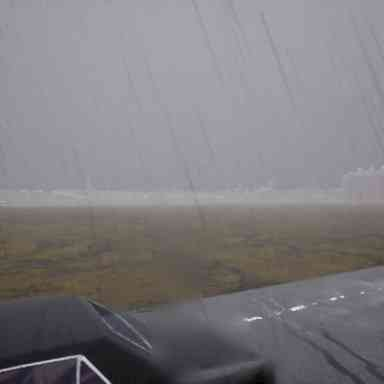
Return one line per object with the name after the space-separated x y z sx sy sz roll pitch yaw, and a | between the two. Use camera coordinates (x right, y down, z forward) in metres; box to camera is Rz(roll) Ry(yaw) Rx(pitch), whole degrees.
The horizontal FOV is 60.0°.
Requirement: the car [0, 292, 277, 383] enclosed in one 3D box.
-1.715 1.640 2.467 4.718 1.301 1.895 1 -1 -30 | car
